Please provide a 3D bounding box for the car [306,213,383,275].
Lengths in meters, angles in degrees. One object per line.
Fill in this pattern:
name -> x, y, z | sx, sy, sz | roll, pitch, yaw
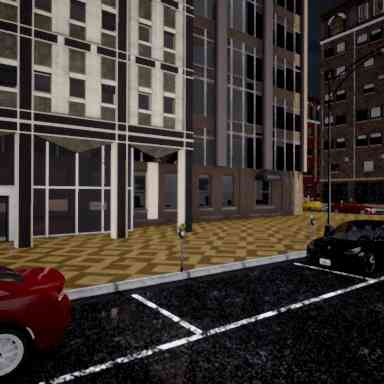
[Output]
car -> 5.455, 1.566, 10.473 | 4.313, 1.339, 1.947 | 0, 0, -36

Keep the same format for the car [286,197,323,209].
car -> 15.574, 1.496, 46.381 | 1.752, 1.417, 4.829 | 0, 0, -36

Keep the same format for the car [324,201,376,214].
car -> 15.492, 1.532, 32.154 | 1.802, 1.307, 4.206 | 0, 0, -36

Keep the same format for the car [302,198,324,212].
car -> 12.283, 1.465, 36.611 | 1.752, 1.417, 4.829 | 0, 0, -36

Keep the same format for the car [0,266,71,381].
car -> -3.793, 1.545, 3.847 | 4.507, 1.381, 1.887 | 0, 0, -36
